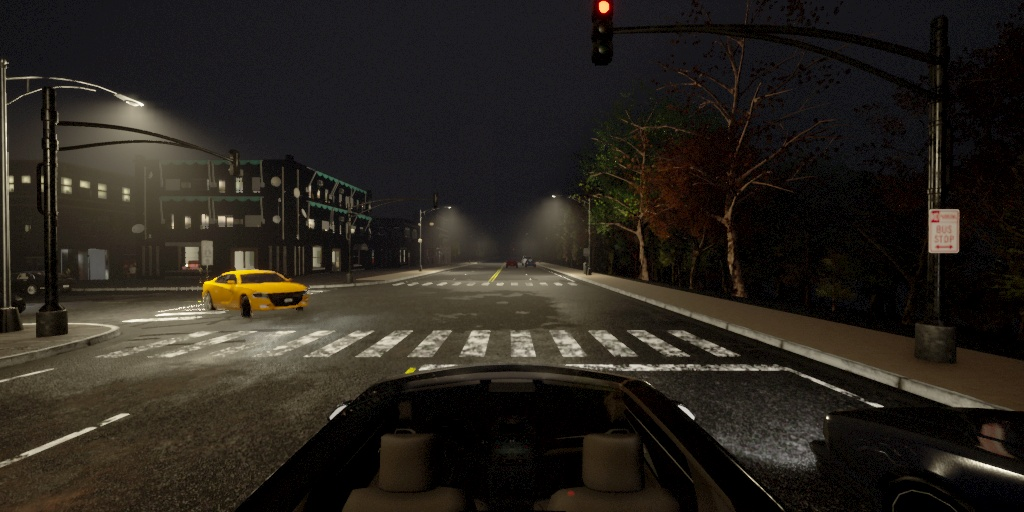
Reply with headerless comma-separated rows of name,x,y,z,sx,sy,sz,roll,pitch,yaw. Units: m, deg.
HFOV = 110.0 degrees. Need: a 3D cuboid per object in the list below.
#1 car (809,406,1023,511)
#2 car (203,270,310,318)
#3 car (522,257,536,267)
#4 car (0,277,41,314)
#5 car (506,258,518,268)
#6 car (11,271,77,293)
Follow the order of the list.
car,3.353,1.298,0.412,2.033,1.411,5.357,0,0,0
car,-9.432,1.259,13.155,5.008,1.535,1.882,-2,-2,33
car,3.229,1.274,63.193,2.033,1.411,5.357,0,0,0
car,-19.969,1.565,12.526,4.313,1.339,1.948,0,0,0
car,-0.019,1.205,61.053,1.882,1.535,5.008,0,0,0
car,-28.319,1.560,21.021,4.403,1.370,2.007,0,0,0
